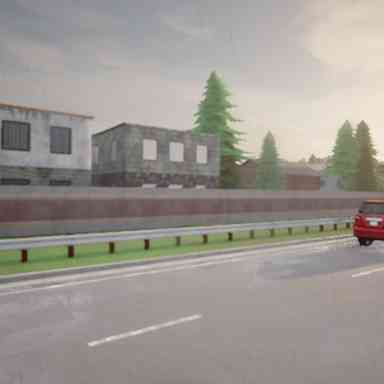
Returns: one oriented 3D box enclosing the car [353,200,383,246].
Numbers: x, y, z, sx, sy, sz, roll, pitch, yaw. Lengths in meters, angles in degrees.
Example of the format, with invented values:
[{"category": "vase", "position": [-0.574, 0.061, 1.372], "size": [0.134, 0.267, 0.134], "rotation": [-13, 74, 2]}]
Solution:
[{"category": "car", "position": [9.382, 1.364, 14.723], "size": [5.566, 2.045, 2.150], "rotation": [1, 0, -35]}]
